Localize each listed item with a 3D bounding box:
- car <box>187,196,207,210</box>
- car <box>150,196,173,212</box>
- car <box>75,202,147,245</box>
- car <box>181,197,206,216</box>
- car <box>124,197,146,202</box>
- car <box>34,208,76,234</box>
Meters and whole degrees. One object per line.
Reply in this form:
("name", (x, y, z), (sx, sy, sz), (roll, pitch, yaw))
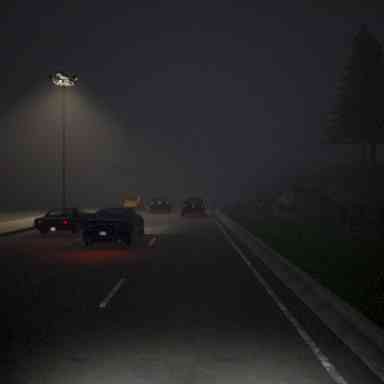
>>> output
("car", (0.675, 1.339, 42.102), (2.128, 1.511, 4.902), (0, 0, 6))
("car", (-3.247, 1.219, 36.418), (2.097, 1.767, 4.553), (0, 0, 2))
("car", (-3.400, 1.422, 15.166), (1.882, 1.535, 5.008), (0, 0, 0))
("car", (0.125, 1.239, 30.717), (2.097, 1.767, 4.553), (0, 0, 1))
("car", (-6.621, 1.335, 39.202), (1.882, 1.535, 5.008), (0, 0, 3))
("car", (-6.900, 1.532, 18.732), (1.895, 1.301, 4.718), (0, 0, 0))
